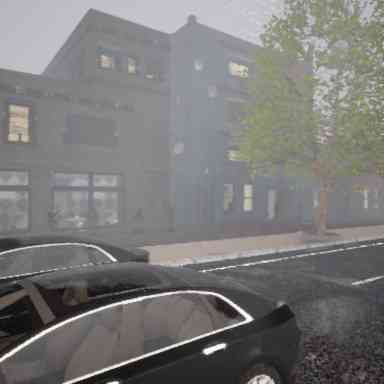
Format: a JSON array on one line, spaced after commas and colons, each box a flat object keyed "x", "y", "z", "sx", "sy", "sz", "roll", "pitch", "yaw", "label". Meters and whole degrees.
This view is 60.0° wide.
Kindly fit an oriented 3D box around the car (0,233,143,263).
[{"x": -2.950, "y": 1.515, "z": 5.574, "sx": 4.892, "sy": 1.490, "sz": 1.837, "roll": 1, "pitch": -1, "yaw": -35, "label": "car"}]

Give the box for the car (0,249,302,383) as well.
[{"x": -1.062, "y": 1.515, "z": 2.927, "sx": 4.892, "sy": 1.490, "sz": 1.837, "roll": 1, "pitch": -1, "yaw": -35, "label": "car"}]
